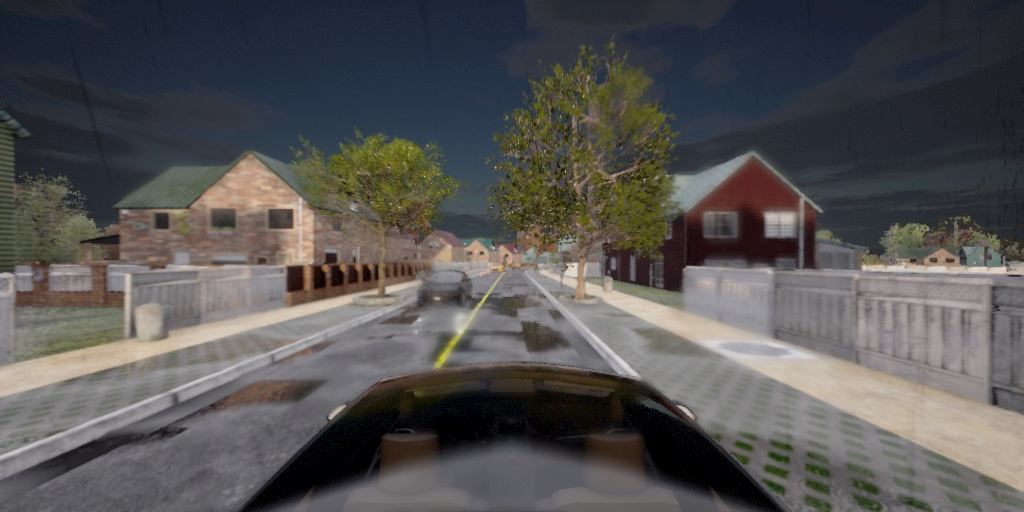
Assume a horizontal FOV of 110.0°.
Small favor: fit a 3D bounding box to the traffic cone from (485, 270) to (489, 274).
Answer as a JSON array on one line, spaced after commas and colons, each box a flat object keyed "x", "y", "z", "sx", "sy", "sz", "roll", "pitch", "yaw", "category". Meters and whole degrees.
[{"x": -3.824, "y": 2.294, "z": 50.391, "sx": 0.340, "sy": 0.580, "sz": 0.340, "roll": 0, "pitch": 0, "yaw": 1, "category": "traffic cone"}]

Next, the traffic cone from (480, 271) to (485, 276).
[{"x": -3.867, "y": 2.219, "z": 45.345, "sx": 0.340, "sy": 0.580, "sz": 0.340, "roll": 0, "pitch": 0, "yaw": 0, "category": "traffic cone"}]

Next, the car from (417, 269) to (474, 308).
[{"x": -2.855, "y": 1.362, "z": 16.168, "sx": 1.882, "sy": 1.535, "sz": 5.008, "roll": 0, "pitch": -1, "yaw": 0, "category": "car"}]

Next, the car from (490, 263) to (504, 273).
[{"x": -2.432, "y": 1.954, "z": 58.963, "sx": 1.882, "sy": 1.535, "sz": 5.008, "roll": 0, "pitch": -1, "yaw": 3, "category": "car"}]
